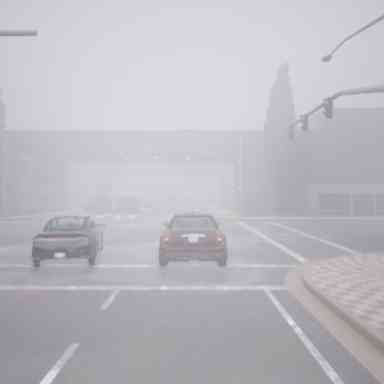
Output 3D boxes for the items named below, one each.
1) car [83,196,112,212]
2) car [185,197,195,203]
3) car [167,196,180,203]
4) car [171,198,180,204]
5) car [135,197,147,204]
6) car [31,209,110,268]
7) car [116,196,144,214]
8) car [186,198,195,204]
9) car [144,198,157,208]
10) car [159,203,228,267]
[{"bbox_3d":[-11.239,1.533,40.063,2.150,2.045,5.566,0,-1,0],"label":"car"},{"bbox_3d":[-0.438,1.896,69.946,2.097,1.767,4.553,0,0,0],"label":"car"},{"bbox_3d":[-3.945,1.757,68.919,2.150,2.045,5.566,0,0,0],"label":"car"},{"bbox_3d":[-3.878,2.051,78.574,1.812,1.442,4.674,0,0,0],"label":"car"},{"bbox_3d":[-10.925,1.897,71.844,1.812,1.442,4.674,0,0,0],"label":"car"},{"bbox_3d":[-4.212,1.584,11.756,2.128,1.511,4.902,0,0,-12],"label":"car"},{"bbox_3d":[-7.727,1.530,40.853,2.150,2.045,5.566,0,1,1],"label":"car"},{"bbox_3d":[-0.379,2.070,78.477,1.994,1.385,4.181,0,0,0],"label":"car"},{"bbox_3d":[-7.570,1.992,57.410,2.033,1.411,5.357,0,0,1],"label":"car"},{"bbox_3d":[-0.004,1.445,11.911,2.097,1.767,4.553,0,0,-1],"label":"car"}]
